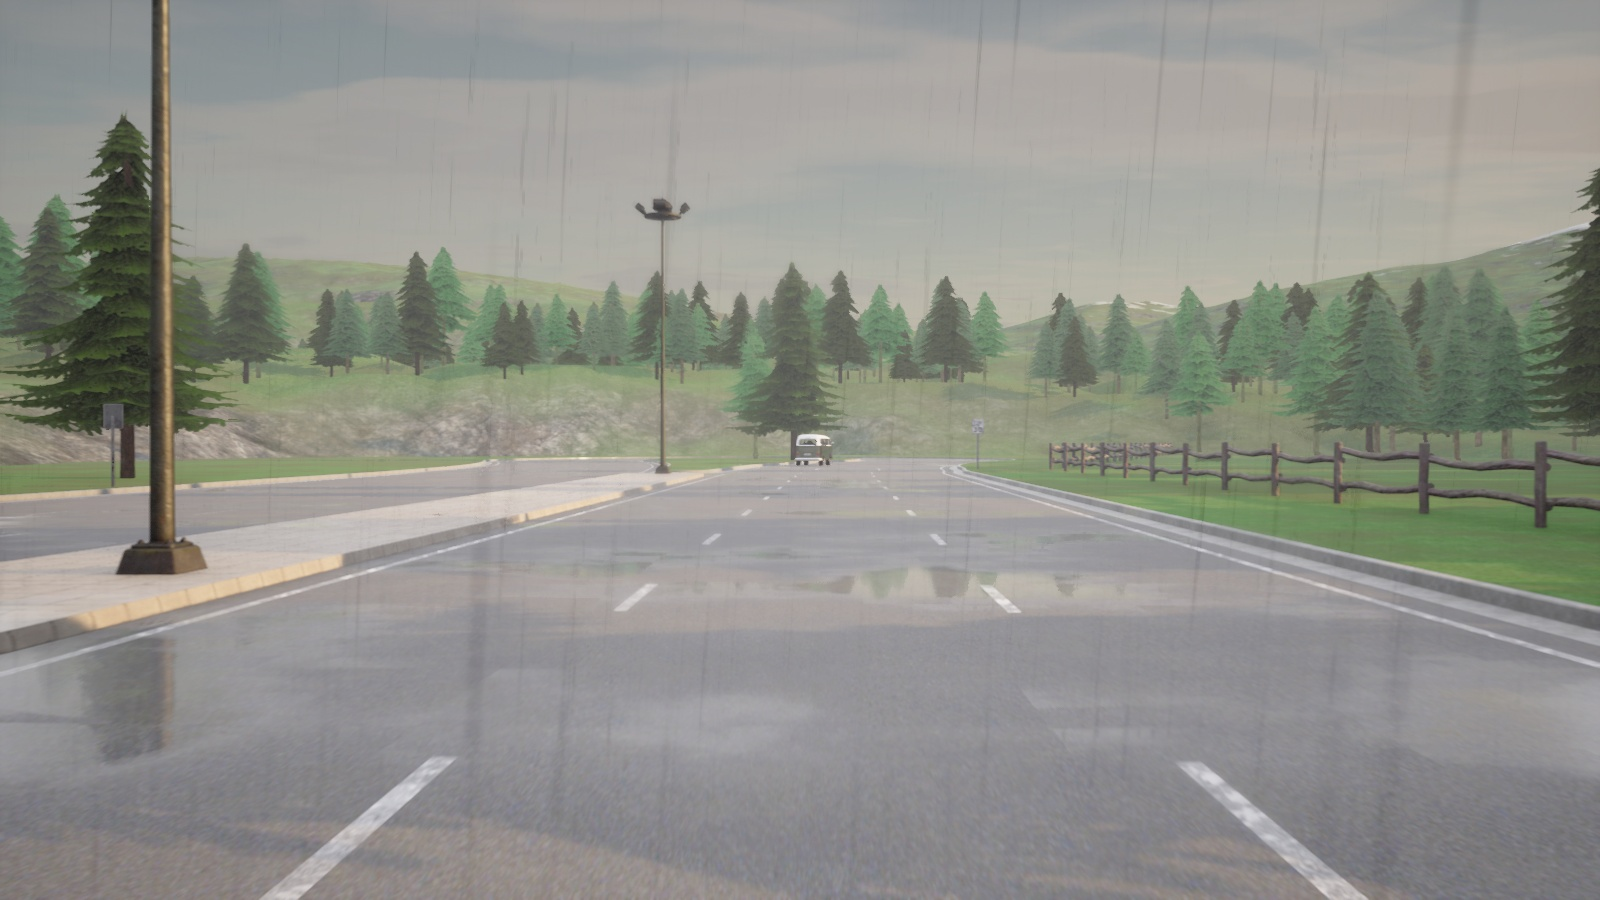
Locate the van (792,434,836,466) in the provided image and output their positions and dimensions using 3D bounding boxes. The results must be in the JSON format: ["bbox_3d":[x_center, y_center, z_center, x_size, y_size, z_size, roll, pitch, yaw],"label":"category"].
[{"bbox_3d":[0.958,0.007,82.279,2.069,2.038,4.480,0,0,12],"label":"van"}]
